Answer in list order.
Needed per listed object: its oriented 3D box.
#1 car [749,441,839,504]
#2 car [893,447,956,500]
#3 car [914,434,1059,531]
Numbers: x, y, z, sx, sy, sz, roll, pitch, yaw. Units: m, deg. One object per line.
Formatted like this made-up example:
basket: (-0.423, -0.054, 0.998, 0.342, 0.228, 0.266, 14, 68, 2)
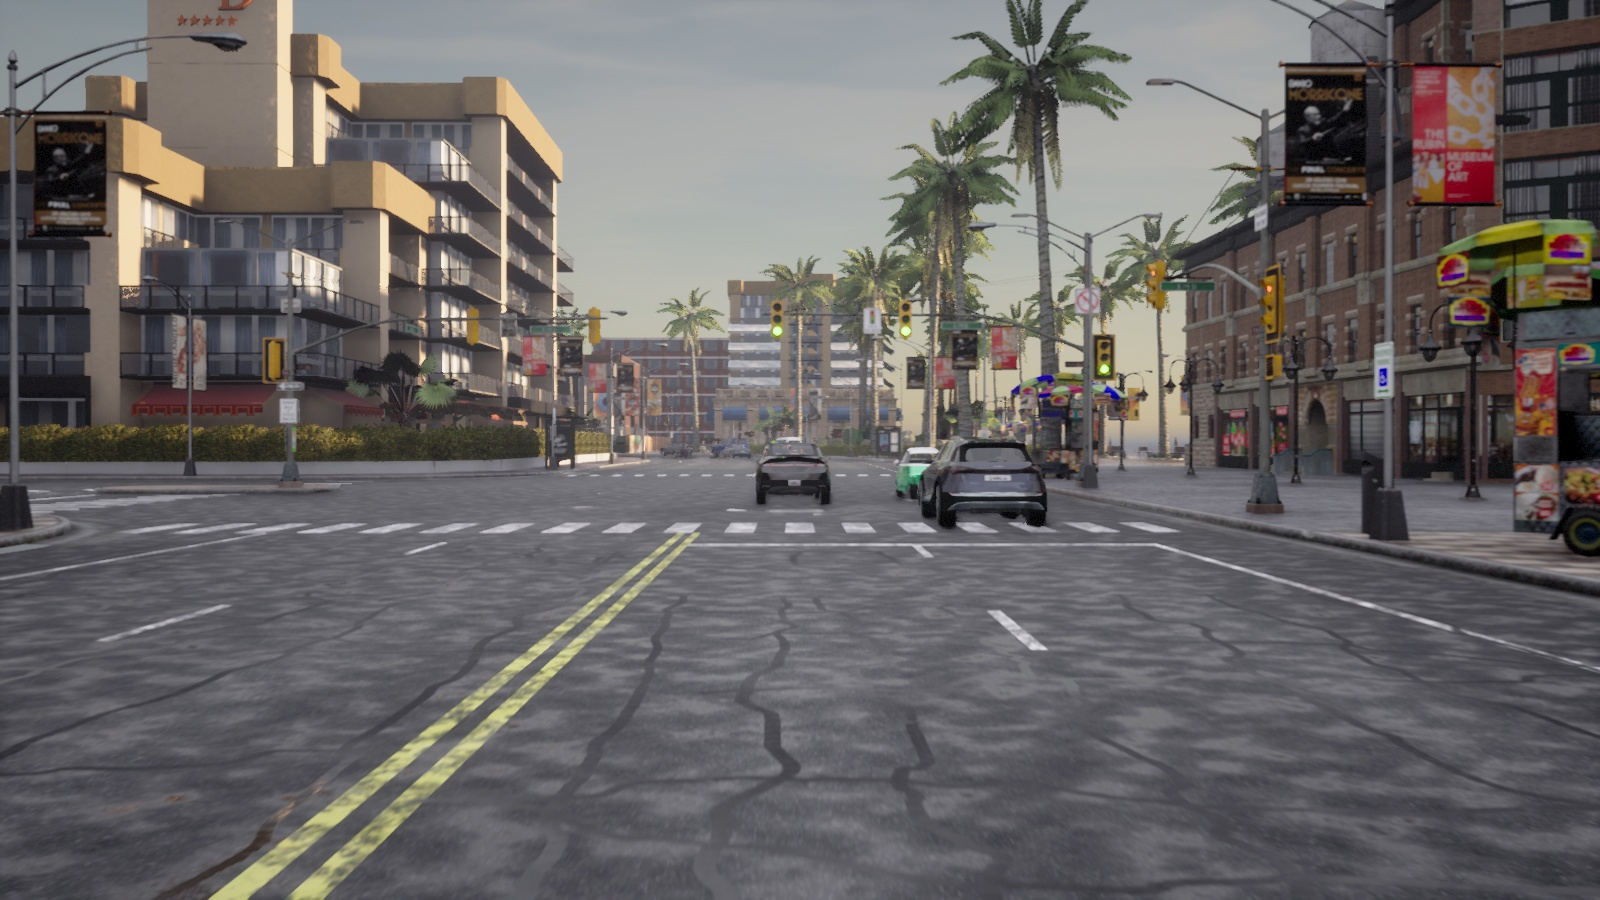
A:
car: (-0.232, 0.520, 32.410, 2.128, 1.511, 4.902, 0, 0, -3)
car: (3.364, 0.611, 34.191, 1.481, 1.376, 2.207, 0, 1, 0)
car: (3.411, 0.544, 23.909, 2.033, 1.649, 4.856, 0, 0, 0)
